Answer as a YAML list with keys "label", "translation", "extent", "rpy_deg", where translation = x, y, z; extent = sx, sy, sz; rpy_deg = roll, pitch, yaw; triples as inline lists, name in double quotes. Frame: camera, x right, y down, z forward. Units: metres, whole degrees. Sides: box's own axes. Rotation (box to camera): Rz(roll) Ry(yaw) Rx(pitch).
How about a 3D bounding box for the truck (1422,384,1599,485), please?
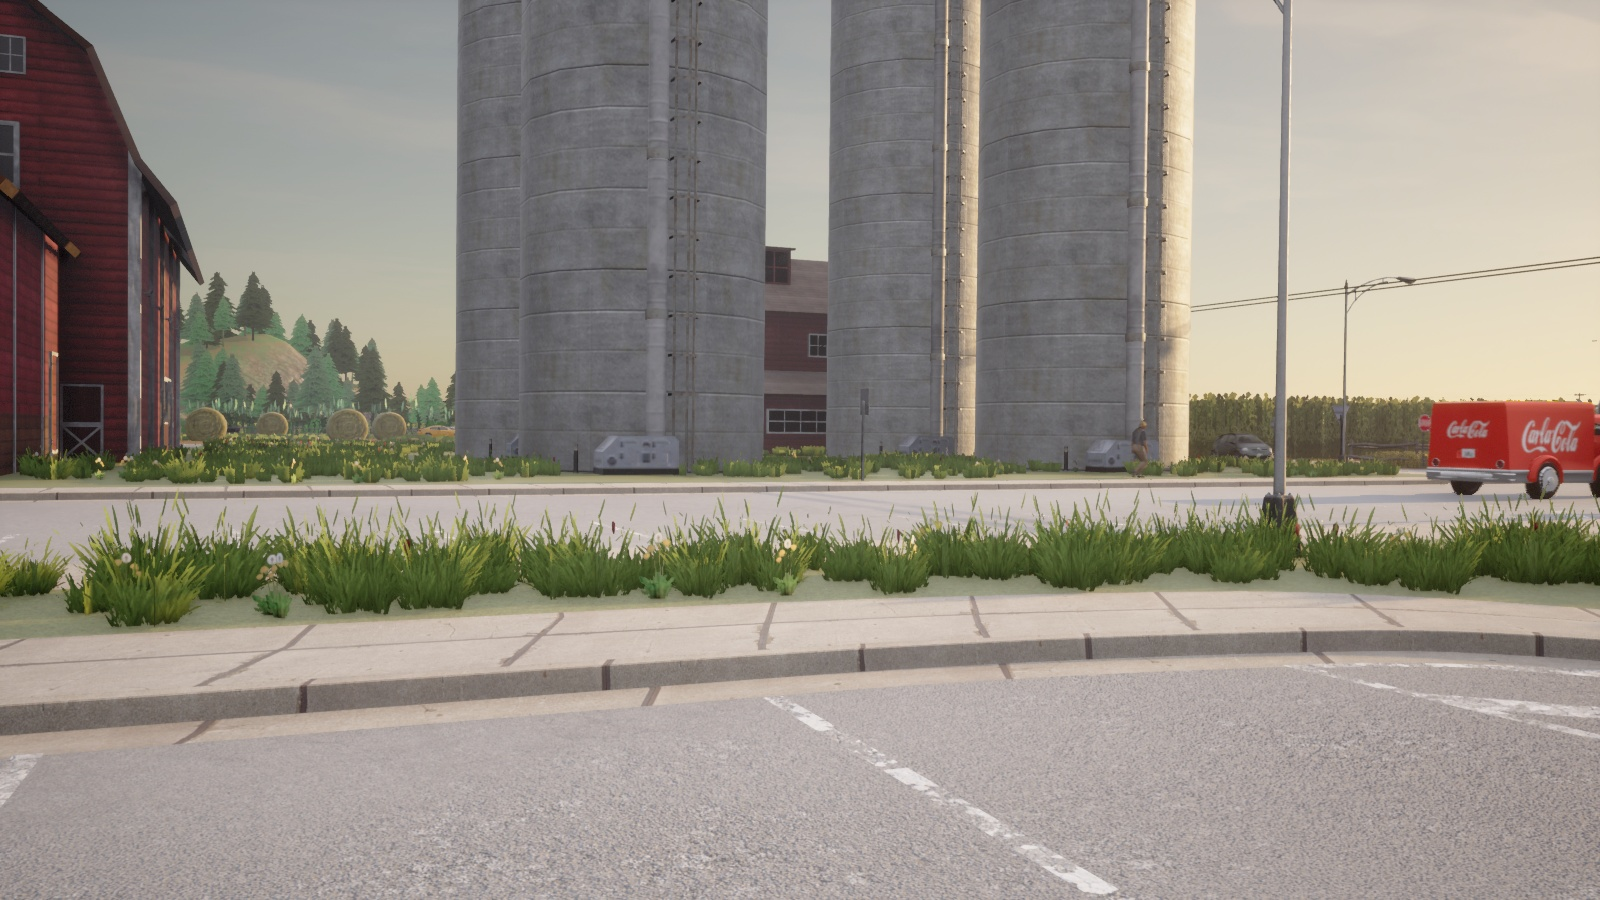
- label: "truck"
  translation: [19.205, -0.430, 32.767]
  extent: [5.204, 2.467, 2.627]
  rpy_deg: [-1, 1, -24]

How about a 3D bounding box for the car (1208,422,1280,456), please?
- label: "car"
  translation: [22.054, -0.559, 62.541]
  extent: [1.851, 1.617, 3.988]
  rpy_deg: [-1, 1, -6]

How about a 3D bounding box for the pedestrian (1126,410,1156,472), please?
- label: "pedestrian"
  translation: [10.344, -0.279, 38.121]
  extent: [0.694, 1.848, 0.540]
  rpy_deg: [-1, 1, -17]
